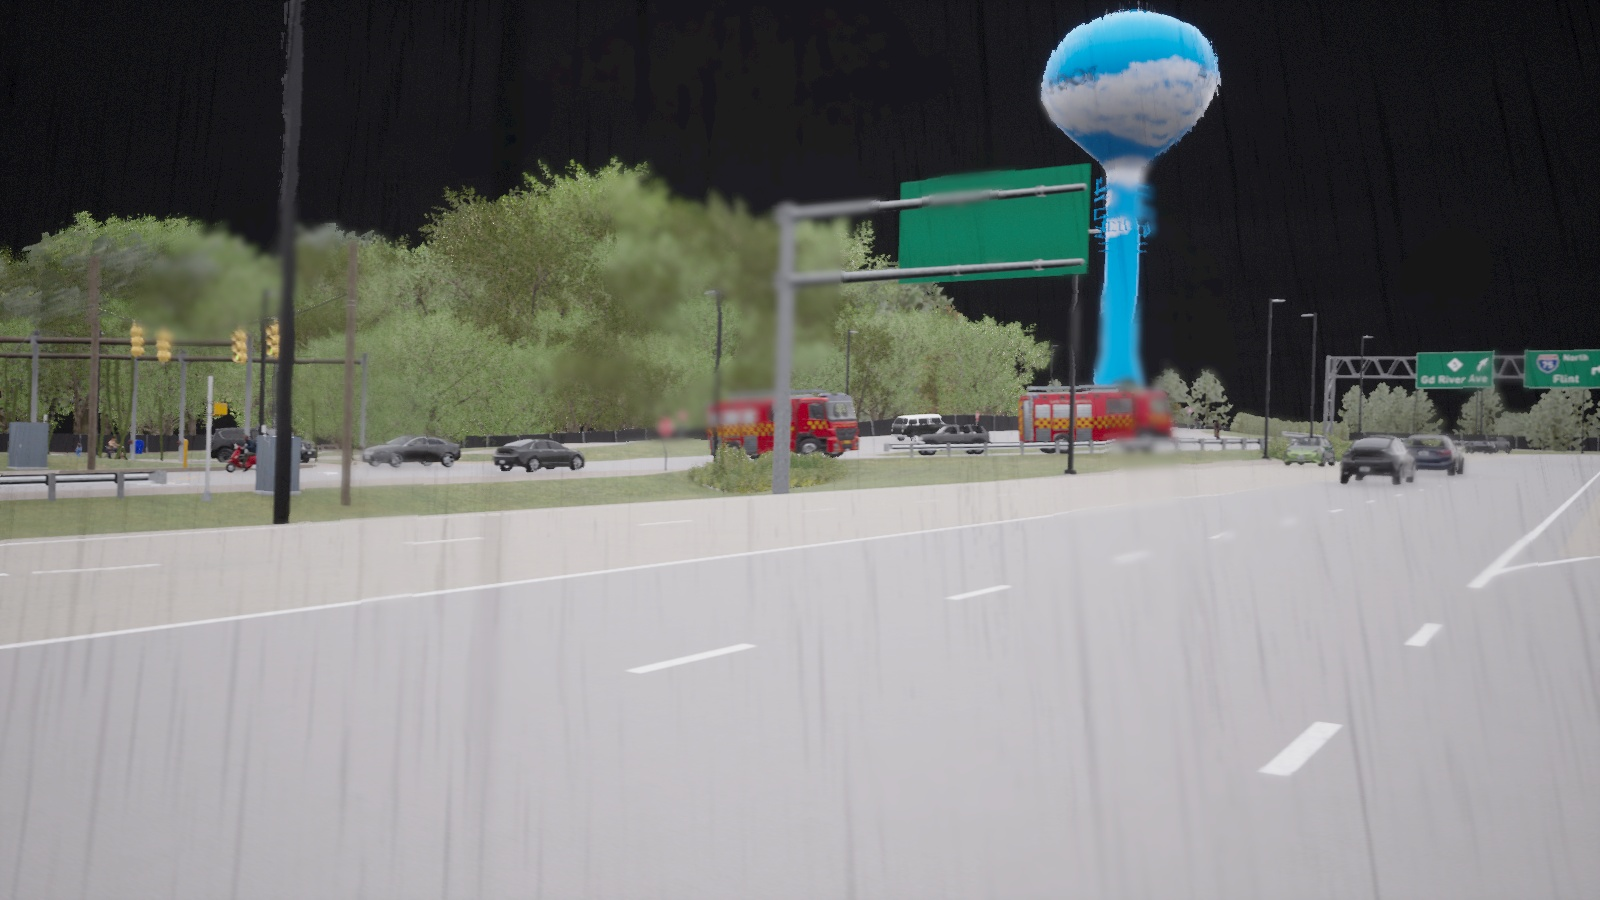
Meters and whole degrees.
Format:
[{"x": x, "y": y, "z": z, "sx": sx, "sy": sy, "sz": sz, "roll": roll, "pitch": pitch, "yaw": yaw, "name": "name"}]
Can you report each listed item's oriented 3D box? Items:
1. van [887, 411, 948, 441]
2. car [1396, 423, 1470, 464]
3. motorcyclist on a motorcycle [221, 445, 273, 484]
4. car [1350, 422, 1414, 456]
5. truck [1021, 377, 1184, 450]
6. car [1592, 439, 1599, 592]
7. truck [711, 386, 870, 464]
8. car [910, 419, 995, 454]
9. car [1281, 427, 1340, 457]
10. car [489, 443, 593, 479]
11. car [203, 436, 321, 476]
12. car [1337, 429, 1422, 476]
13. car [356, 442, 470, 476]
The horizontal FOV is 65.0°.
[{"x": 9.159, "y": -1.871, "z": 97.481, "sx": 4.480, "sy": 2.038, "sz": 2.069, "roll": -4, "pitch": 4, "yaw": -38, "name": "van"}, {"x": 26.755, "y": -0.314, "z": 52.973, "sx": 2.242, "sy": 1.667, "sz": 4.611, "roll": 1, "pitch": 1, "yaw": 34, "name": "car"}, {"x": -23.372, "y": 0.583, "z": 53.087, "sx": 0.866, "sy": 1.590, "sz": 1.817, "roll": 1, "pitch": 2, "yaw": 33, "name": "motorcyclist on a motorcycle"}, {"x": 29.350, "y": -0.561, "z": 63.223, "sx": 2.152, "sy": 1.651, "sz": 5.027, "roll": 1, "pitch": 1, "yaw": 34, "name": "car"}, {"x": 17.179, "y": -2.045, "z": 71.611, "sx": 8.468, "sy": 3.827, "sz": 2.891, "roll": -2, "pitch": 1, "yaw": -8, "name": "truck"}, {"x": 9.851, "y": 0.556, "z": 13.026, "sx": 2.033, "sy": 1.411, "sz": 5.357, "roll": 0, "pitch": 2, "yaw": 40, "name": "car"}, {"x": -0.599, "y": -1.360, "z": 69.924, "sx": 8.468, "sy": 3.827, "sz": 2.891, "roll": -2, "pitch": 1, "yaw": 34, "name": "truck"}, {"x": 8.943, "y": -0.774, "z": 73.808, "sx": 4.605, "sy": 1.855, "sz": 1.932, "roll": -2, "pitch": 0, "yaw": -7, "name": "car"}, {"x": 26.660, "y": -0.435, "z": 65.503, "sx": 2.007, "sy": 1.525, "sz": 4.514, "roll": 1, "pitch": 1, "yaw": 34, "name": "car"}, {"x": -11.911, "y": 0.463, "z": 58.061, "sx": 1.837, "sy": 1.490, "sz": 4.892, "roll": 1, "pitch": 2, "yaw": 32, "name": "car"}, {"x": -29.193, "y": 0.337, "z": 68.242, "sx": 5.566, "sy": 2.045, "sz": 2.150, "roll": -1, "pitch": 0, "yaw": 9, "name": "car"}, {"x": 19.350, "y": 0.038, "z": 41.799, "sx": 1.837, "sy": 1.490, "sz": 4.892, "roll": 1, "pitch": 1, "yaw": 34, "name": "car"}, {"x": -18.554, "y": 0.395, "z": 60.406, "sx": 2.128, "sy": 1.511, "sz": 4.902, "roll": 1, "pitch": 2, "yaw": 36, "name": "car"}]
